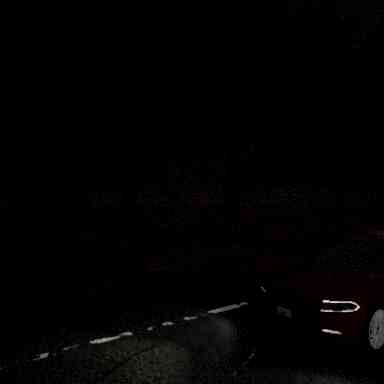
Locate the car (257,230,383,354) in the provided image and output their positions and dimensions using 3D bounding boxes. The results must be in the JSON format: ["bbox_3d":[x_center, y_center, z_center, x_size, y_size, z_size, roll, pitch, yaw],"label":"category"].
[{"bbox_3d":[3.423,1.507,6.329,5.008,1.535,1.882,0,0,-35],"label":"car"}]
